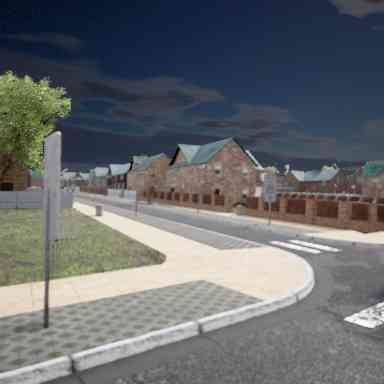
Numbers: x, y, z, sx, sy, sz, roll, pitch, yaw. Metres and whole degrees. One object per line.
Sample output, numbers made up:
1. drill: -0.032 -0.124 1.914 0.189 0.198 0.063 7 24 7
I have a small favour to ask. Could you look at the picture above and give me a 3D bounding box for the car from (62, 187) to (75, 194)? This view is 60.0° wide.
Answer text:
1. car: -30.487 -0.515 83.181 2.097 1.767 4.553 1 1 -27
